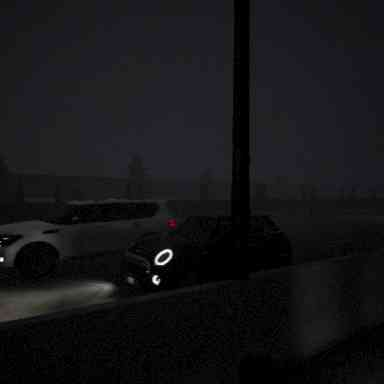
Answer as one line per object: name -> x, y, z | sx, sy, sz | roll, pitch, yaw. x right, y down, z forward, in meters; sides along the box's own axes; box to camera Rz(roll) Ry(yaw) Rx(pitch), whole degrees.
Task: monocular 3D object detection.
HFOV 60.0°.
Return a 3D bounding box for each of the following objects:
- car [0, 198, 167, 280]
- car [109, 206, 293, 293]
car -> -3.125, 1.220, 10.353 | 5.566, 2.045, 2.150 | 0, 0, -35
car -> 0.489, 1.350, 8.616 | 4.553, 1.767, 2.097 | 0, 0, -35
